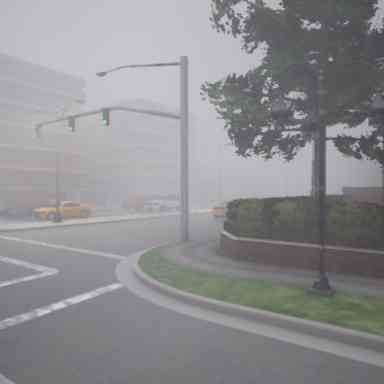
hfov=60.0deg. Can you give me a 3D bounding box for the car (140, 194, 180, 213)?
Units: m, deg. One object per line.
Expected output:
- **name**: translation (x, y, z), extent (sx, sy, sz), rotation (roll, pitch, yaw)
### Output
- **car**: translation (-3.065, 1.275, 38.778), extent (2.150, 2.045, 5.566), rotation (0, 0, 36)

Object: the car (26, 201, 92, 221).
- **car**: translation (-10.853, 1.532, 28.040), extent (1.882, 1.535, 5.008), rotation (0, 0, 36)

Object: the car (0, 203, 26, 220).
- **car**: translation (-14.002, 1.609, 29.657), extent (2.033, 1.411, 5.357), rotation (0, 0, 36)

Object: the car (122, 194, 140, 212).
- **car**: translation (-6.006, 1.284, 40.682), extent (2.150, 2.045, 5.566), rotation (0, 0, 36)

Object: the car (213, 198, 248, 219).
- **car**: translation (3.678, 1.509, 28.314), extent (1.882, 1.535, 5.008), rotation (0, 0, 36)
